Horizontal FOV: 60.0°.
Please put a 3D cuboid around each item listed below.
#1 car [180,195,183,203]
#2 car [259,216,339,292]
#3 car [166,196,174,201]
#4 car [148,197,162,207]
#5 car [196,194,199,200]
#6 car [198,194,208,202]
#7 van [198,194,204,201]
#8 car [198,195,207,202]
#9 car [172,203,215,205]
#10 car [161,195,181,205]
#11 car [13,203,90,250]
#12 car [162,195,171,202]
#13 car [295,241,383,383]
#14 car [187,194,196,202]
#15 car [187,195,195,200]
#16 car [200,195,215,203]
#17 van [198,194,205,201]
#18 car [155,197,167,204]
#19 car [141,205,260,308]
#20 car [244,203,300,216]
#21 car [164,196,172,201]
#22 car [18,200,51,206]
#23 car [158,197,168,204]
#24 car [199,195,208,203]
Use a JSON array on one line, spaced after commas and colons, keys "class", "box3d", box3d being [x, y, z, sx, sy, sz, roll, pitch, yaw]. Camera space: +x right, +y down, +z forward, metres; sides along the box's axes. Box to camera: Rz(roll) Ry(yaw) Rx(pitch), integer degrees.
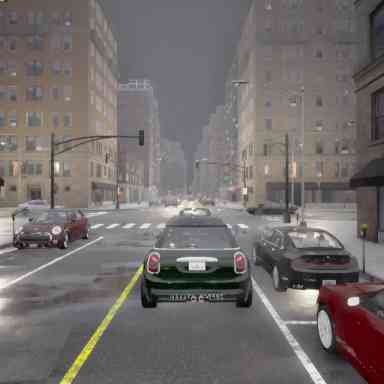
[{"class": "car", "box3d": [-3.125, 1.661, 60.063, 1.895, 1.301, 4.718, 0, 0, 0]}, {"class": "car", "box3d": [2.697, 1.553, 8.700, 2.008, 1.369, 4.403, 0, 0, 0]}, {"class": "car", "box3d": [-6.121, 1.727, 91.127, 1.947, 1.339, 4.313, 0, 0, 0]}, {"class": "car", "box3d": [-5.852, 1.595, 52.571, 2.008, 1.369, 4.403, 0, 0, 0]}, {"class": "car", "box3d": [2.559, 1.398, 69.148, 2.192, 1.841, 5.009, 0, 0, 0]}, {"class": "car", "box3d": [2.595, 1.594, 63.811, 1.752, 1.417, 4.829, 0, 0, 0]}, {"class": "van", "box3d": [2.405, 1.503, 91.176, 1.690, 1.788, 3.998, 0, 0, 0]}, {"class": "car", "box3d": [2.482, 1.559, 80.162, 1.967, 1.590, 4.097, 0, 0, 0]}, {"class": "car", "box3d": [0.137, 1.497, 15.400, 2.128, 1.511, 4.902, 0, 0, 0]}, {"class": "car", "box3d": [-3.073, 1.588, 50.245, 2.033, 1.411, 5.357, 0, 0, -1]}, {"class": "car", "box3d": [-5.815, 1.445, 14.209, 1.967, 1.590, 4.097, 0, 0, 0]}, {"class": "car", "box3d": [-6.043, 1.558, 80.111, 1.967, 1.590, 4.097, 0, 0, 0]}, {"class": "car", "box3d": [2.683, 1.545, 3.209, 1.887, 1.381, 4.507, 0, 0, 0]}, {"class": "car", "box3d": [-0.189, 1.706, 80.130, 1.895, 1.301, 4.718, 0, 0, 0]}, {"class": "car", "box3d": [-0.259, 1.542, 90.105, 1.994, 1.385, 4.181, 0, 0, 0]}, {"class": "car", "box3d": [2.673, 1.590, 52.627, 1.887, 1.381, 4.507, 0, 0, 0]}, {"class": "van", "box3d": [2.444, 1.480, 85.670, 1.690, 1.788, 3.998, 0, 0, 0]}, {"class": "car", "box3d": [-5.929, 1.612, 63.587, 1.887, 1.381, 4.507, 0, 0, 0]}, {"class": "car", "box3d": [0.069, 1.354, 8.097, 2.097, 1.767, 4.553, 0, 0, -1]}, {"class": "car", "box3d": [7.246, 1.630, 30.319, 4.718, 1.301, 1.895, 0, 0, 0]}, {"class": "car", "box3d": [-6.082, 1.720, 85.619, 1.802, 1.307, 4.206, 0, 0, 0]}, {"class": "car", "box3d": [-13.411, 1.469, 30.257, 4.674, 1.442, 1.812, 0, 0, 0]}, {"class": "car", "box3d": [-5.968, 1.664, 69.095, 1.802, 1.307, 4.206, 0, 0, 0]}, {"class": "car", "box3d": [2.520, 1.540, 74.656, 1.967, 1.590, 4.097, 0, 0, 0]}]
